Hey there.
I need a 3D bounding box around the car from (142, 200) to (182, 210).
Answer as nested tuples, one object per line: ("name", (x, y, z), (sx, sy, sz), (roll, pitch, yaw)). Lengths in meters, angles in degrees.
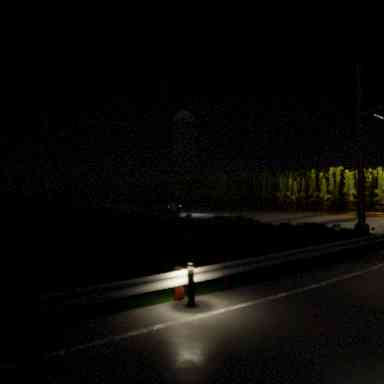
("car", (-3.139, 1.487, 34.526), (1.895, 1.301, 4.718), (-3, 1, -41))
